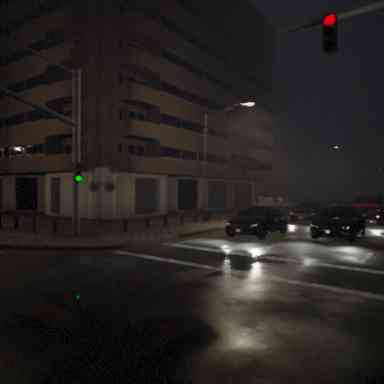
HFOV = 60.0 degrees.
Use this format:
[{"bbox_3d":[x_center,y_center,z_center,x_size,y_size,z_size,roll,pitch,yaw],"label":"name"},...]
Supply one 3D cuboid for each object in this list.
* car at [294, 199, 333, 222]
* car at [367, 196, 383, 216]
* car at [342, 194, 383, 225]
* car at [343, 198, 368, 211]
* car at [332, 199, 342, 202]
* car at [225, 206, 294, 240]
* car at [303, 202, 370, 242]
[{"bbox_3d":[8.702,1.468,24.495,1.812,1.442,4.674,1,0,35],"label":"car"},{"bbox_3d":[18.623,1.305,32.472,2.097,1.767,4.553,1,0,35],"label":"car"},{"bbox_3d":[12.903,1.187,24.395,2.150,2.045,5.566,1,0,35],"label":"car"},{"bbox_3d":[19.773,1.483,40.116,1.994,1.385,4.181,1,0,36],"label":"car"},{"bbox_3d":[14.021,1.436,32.033,1.837,1.490,4.892,1,0,35],"label":"car"},{"bbox_3d":[3.440,1.479,17.063,1.812,1.442,4.674,1,0,35],"label":"car"},{"bbox_3d":[7.286,1.482,16.443,1.837,1.490,4.892,1,0,35],"label":"car"}]
